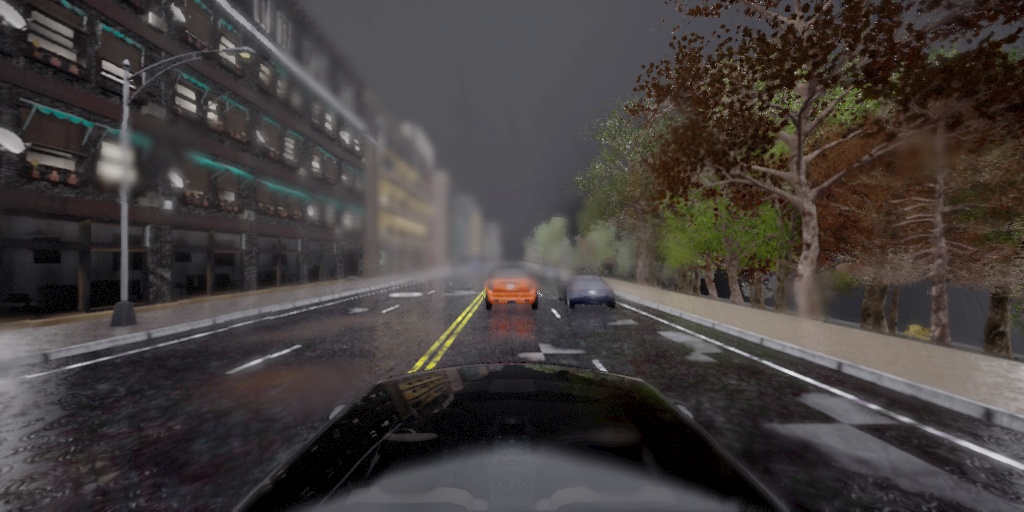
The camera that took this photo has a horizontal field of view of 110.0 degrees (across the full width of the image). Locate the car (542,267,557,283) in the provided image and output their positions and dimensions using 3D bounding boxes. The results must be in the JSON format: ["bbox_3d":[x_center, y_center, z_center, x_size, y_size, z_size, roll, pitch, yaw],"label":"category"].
[{"bbox_3d":[3.241,1.611,31.162,1.994,1.385,4.181,0,-1,0],"label":"car"}]

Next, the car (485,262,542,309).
[{"bbox_3d":[-0.004,1.242,15.922,2.097,1.767,4.553,0,-1,0],"label":"car"}]

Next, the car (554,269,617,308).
[{"bbox_3d":[3.247,1.458,16.134,1.994,1.385,4.181,0,-1,0],"label":"car"}]
